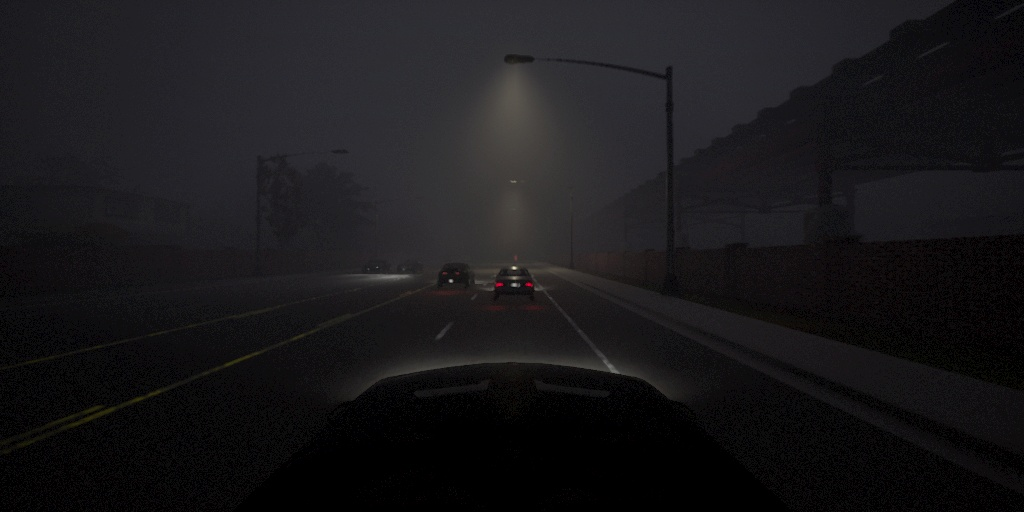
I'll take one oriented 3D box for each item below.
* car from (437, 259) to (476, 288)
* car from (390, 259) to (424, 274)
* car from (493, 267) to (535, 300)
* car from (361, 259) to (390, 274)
[{"bbox_3d":[-3.411,1.135,22.476,1.837,1.490,4.892,0,0,0],"label":"car"},{"bbox_3d":[-10.599,1.033,37.559,2.128,1.511,4.902,0,0,0],"label":"car"},{"bbox_3d":[0.091,1.209,17.020,2.033,1.411,5.357,0,0,0],"label":"car"},{"bbox_3d":[-14.092,1.048,37.653,1.837,1.490,4.892,0,0,0],"label":"car"}]
